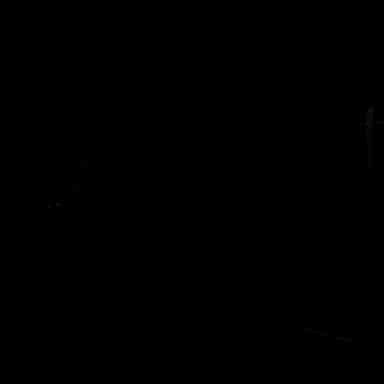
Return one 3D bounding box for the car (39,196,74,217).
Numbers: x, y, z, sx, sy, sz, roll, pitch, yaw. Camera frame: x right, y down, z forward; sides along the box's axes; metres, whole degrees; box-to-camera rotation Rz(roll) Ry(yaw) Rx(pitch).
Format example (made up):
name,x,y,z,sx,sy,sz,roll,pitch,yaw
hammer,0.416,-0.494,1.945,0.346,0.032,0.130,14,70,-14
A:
name,x,y,z,sx,sy,sz,roll,pitch,yaw
car,-13.238,1.373,32.807,2.150,2.045,5.566,0,0,-7
